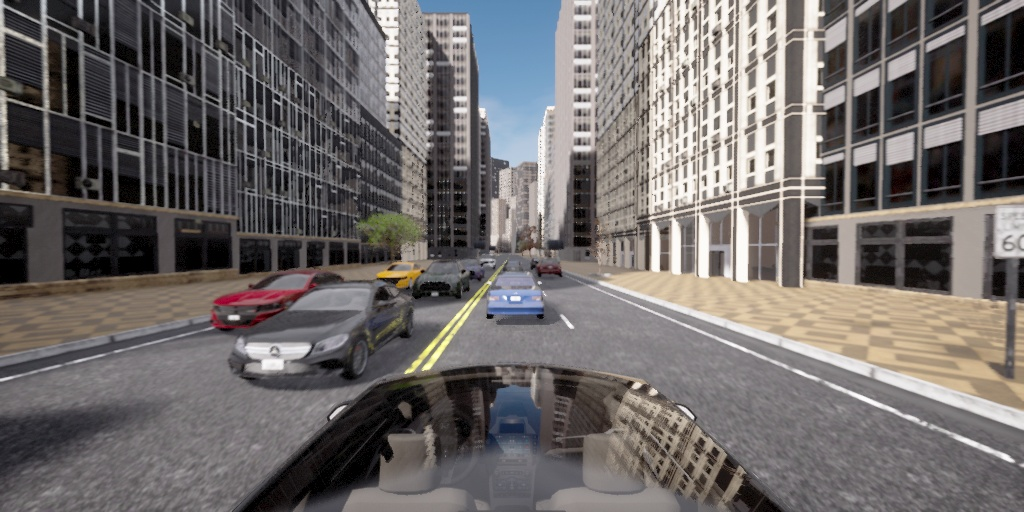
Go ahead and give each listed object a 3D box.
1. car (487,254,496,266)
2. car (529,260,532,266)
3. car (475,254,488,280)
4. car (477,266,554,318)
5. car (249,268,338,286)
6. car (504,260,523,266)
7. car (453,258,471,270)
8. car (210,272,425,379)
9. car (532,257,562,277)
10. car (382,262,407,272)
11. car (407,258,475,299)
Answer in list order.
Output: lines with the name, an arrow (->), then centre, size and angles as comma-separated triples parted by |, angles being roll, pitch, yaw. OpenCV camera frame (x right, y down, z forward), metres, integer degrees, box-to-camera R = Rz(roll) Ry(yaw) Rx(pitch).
car -> -3.243, 0.727, 47.132 | 2.150, 2.045, 5.566 | 0, 0, 0
car -> 3.317, 0.986, 47.690 | 1.837, 1.490, 4.892 | 0, 1, 0
car -> -3.246, 0.955, 27.612 | 2.097, 1.767, 4.553 | 0, 0, 0
car -> 0.099, 1.236, 12.643 | 2.033, 1.411, 5.357 | 0, 0, 0
car -> -6.558, 1.175, 10.991 | 1.882, 1.535, 5.008 | 0, 0, 1
car -> 0.108, 1.119, 35.729 | 1.994, 1.385, 4.181 | 0, 0, 0
car -> -6.494, 1.018, 47.089 | 1.812, 1.442, 4.674 | 0, 0, 0
car -> -3.330, 1.244, 7.335 | 1.812, 1.442, 4.674 | 0, 0, 0
car -> 3.268, 0.926, 32.563 | 2.097, 1.767, 4.553 | 0, 0, 0
car -> -6.498, 1.116, 21.494 | 1.882, 1.535, 5.008 | 0, 0, 0
car -> -3.254, 1.013, 17.441 | 2.097, 1.767, 4.553 | 0, 0, 0
